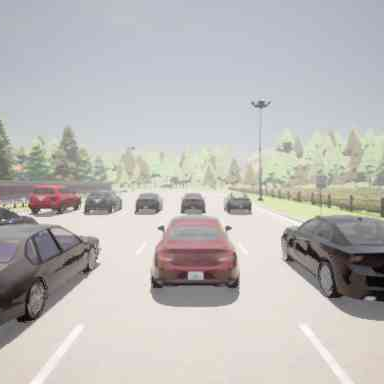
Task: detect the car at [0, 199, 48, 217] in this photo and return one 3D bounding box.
[{"bbox_3d":[-6.915,1.217,11.093,1.837,1.490,4.892,0,2,0],"label":"car"}]

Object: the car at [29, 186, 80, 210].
[{"bbox_3d":[-10.413,0.557,25.631,2.150,2.045,5.566,0,1,0],"label":"car"}]

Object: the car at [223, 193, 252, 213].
[{"bbox_3d":[3.589,0.803,26.654,2.128,1.511,4.902,0,1,0],"label":"car"}]

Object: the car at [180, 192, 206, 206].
[{"bbox_3d":[0.090,0.808,26.942,1.837,1.490,4.892,0,1,0],"label":"car"}]

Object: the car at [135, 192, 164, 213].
[{"bbox_3d":[-3.410,0.808,26.938,1.837,1.490,4.892,0,1,0],"label":"car"}]

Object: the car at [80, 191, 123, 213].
[{"bbox_3d":[-6.912,0.669,26.396,2.097,1.767,4.553,0,1,0],"label":"car"}]

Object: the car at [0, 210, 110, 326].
[{"bbox_3d":[-3.434,1.369,6.791,2.033,1.411,5.357,0,2,0],"label":"car"}]

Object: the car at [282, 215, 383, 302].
[{"bbox_3d":[3.572,1.270,7.919,1.882,1.535,5.008,0,2,0],"label":"car"}]

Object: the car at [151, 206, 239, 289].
[{"bbox_3d":[0.075,1.306,8.401,1.812,1.442,4.674,0,2,0],"label":"car"}]
